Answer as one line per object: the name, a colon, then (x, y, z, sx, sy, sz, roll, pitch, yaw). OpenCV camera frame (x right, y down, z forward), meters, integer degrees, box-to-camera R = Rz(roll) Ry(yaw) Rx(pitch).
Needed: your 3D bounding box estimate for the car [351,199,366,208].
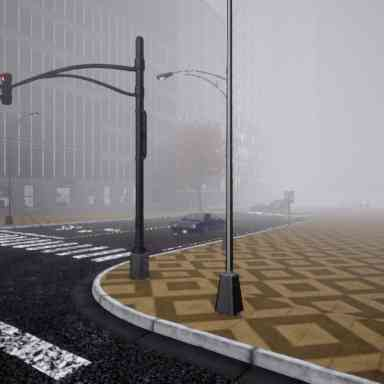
car: (42.288, 3.147, 84.351, 1.882, 1.535, 5.008, 0, -1, 33)

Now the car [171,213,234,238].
car: (0.817, 1.939, 20.275, 1.895, 1.301, 4.718, 0, -1, 33)

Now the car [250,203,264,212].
car: (11.061, 2.497, 54.048, 1.994, 1.385, 4.181, 0, -1, 33)

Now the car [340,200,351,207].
car: (39.560, 3.205, 86.117, 2.033, 1.411, 5.357, 0, -1, 33)

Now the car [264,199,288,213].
car: (13.776, 2.158, 52.262, 2.150, 2.045, 5.566, 0, -1, 33)
